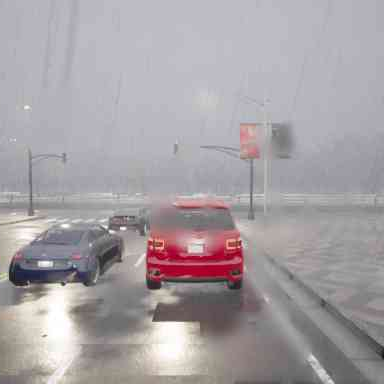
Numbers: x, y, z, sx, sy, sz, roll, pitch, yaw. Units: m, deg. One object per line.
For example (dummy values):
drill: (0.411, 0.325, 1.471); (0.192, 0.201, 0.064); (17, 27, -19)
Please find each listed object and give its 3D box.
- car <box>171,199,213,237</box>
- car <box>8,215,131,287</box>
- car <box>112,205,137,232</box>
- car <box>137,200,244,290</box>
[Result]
car: (-0.024, 1.343, 18.813); (2.097, 1.767, 4.553); (0, 0, 0)
car: (-3.216, 1.559, 9.365); (1.994, 1.385, 4.181); (0, 0, 1)
car: (-3.275, 1.495, 18.267); (1.837, 1.490, 4.892); (0, 0, 0)
car: (0.044, 1.217, 9.223); (2.150, 2.045, 5.566); (0, 0, -1)
